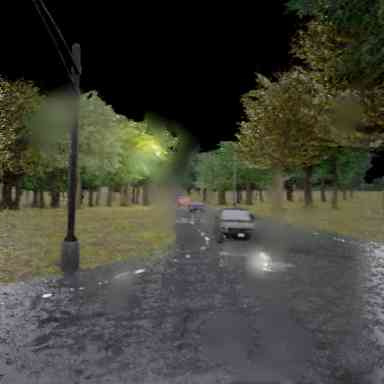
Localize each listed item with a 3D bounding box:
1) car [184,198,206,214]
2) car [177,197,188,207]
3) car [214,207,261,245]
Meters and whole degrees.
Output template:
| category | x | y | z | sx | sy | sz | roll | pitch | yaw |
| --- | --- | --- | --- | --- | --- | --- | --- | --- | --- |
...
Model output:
| category | x | y | z | sx | sy | sz | roll | pitch | yaw |
| --- | --- | --- | --- | --- | --- | --- | --- | --- | --- |
| car | 0.498 | 1.784 | 39.674 | 2.033 | 1.411 | 5.357 | 2 | -1 | -5 |
| car | -1.690 | 1.937 | 65.535 | 2.150 | 2.045 | 5.566 | 2 | -1 | -5 |
| car | 2.080 | 1.525 | 16.106 | 1.882 | 1.535 | 5.008 | 2 | -1 | 1 |
